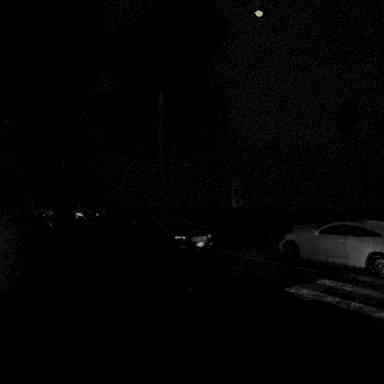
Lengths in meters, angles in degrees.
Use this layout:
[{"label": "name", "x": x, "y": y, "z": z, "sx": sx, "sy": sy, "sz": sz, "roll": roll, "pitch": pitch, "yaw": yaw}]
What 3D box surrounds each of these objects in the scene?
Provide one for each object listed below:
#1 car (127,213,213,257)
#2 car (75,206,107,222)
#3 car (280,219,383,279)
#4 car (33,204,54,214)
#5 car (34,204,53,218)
[{"label": "car", "x": -1.077, "y": 1.629, "z": 13.819, "sx": 2.128, "sy": 1.511, "sz": 4.902, "roll": 0, "pitch": -1, "yaw": -34}, {"label": "car", "x": -9.724, "y": 2.061, "z": 31.840, "sx": 1.994, "sy": 1.385, "sz": 4.181, "roll": 0, "pitch": -1, "yaw": -34}, {"label": "car", "x": 4.902, "y": 1.569, "z": 10.226, "sx": 1.812, "sy": 1.442, "sz": 4.674, "roll": 0, "pitch": -1, "yaw": -34}, {"label": "car", "x": -22.854, "y": 2.521, "z": 51.221, "sx": 2.033, "sy": 1.411, "sz": 5.357, "roll": 0, "pitch": -1, "yaw": -34}, {"label": "car", "x": -16.969, "y": 2.269, "z": 37.356, "sx": 1.895, "sy": 1.301, "sz": 4.718, "roll": 0, "pitch": -1, "yaw": -34}]
